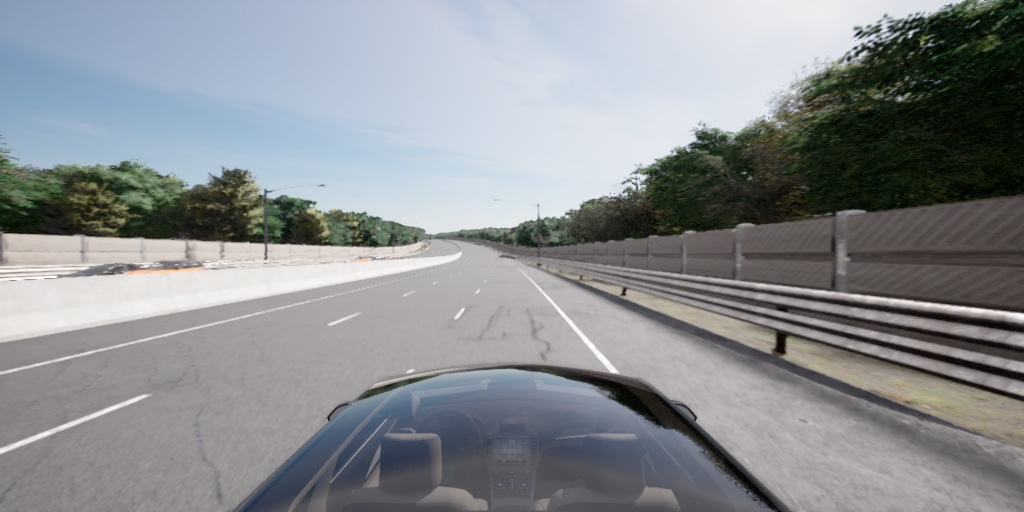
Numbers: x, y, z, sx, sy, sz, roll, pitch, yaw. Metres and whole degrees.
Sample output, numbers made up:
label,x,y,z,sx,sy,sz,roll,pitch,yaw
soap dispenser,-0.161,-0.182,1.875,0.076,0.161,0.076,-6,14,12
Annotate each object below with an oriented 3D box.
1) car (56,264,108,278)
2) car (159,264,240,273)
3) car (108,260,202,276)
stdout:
label,x,y,z,sx,sy,sz,roll,pitch,yaw
car,-24.751,1.240,22.086,1.837,1.490,4.892,0,0,-1
car,-17.744,1.319,21.470,1.895,1.301,4.718,0,0,-1
car,-21.254,1.074,22.185,2.097,1.767,4.553,0,1,-1
